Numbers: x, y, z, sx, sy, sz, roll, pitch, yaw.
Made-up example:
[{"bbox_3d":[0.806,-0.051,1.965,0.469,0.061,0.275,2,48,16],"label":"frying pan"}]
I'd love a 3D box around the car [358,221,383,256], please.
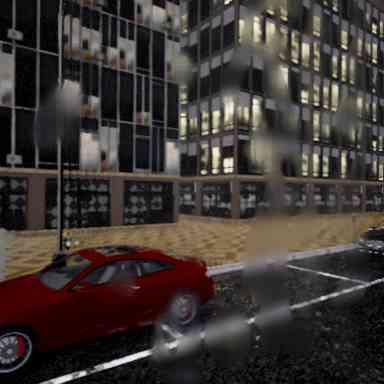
[{"bbox_3d":[7.752,1.592,12.080,4.403,1.369,2.008,0,0,-35],"label":"car"}]

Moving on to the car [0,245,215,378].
[{"bbox_3d":[-1.520,1.588,5.471,4.206,1.307,1.802,0,0,-35],"label":"car"}]
